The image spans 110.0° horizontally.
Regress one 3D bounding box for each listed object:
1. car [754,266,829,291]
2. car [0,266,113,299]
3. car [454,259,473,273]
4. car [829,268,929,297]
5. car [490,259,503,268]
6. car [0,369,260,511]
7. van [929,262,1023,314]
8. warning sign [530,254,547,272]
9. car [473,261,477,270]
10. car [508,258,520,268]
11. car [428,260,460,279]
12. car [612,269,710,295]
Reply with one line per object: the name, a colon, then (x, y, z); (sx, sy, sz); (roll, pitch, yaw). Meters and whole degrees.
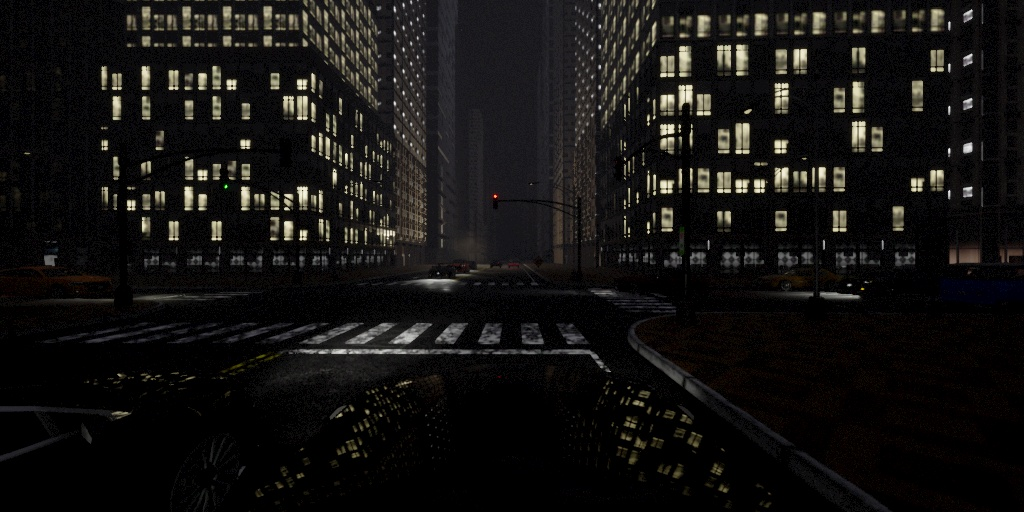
car: (17.181, 1.294, 21.319); (4.829, 1.417, 1.751); (0, 0, 2)
car: (-22.310, 1.237, 17.221); (5.008, 1.535, 1.882); (0, 0, 0)
car: (-6.397, 1.154, 43.385); (2.097, 1.767, 4.553); (0, 0, 0)
car: (19.597, 1.338, 18.619); (4.181, 1.385, 1.994); (0, 0, 3)
car: (-2.847, 1.369, 63.817); (1.837, 1.490, 4.892); (0, 0, 0)
car: (-3.155, 1.241, 1.188); (2.128, 1.511, 4.902); (0, 0, 0)
van: (18.412, 1.120, 13.141); (3.998, 1.789, 1.690); (0, 0, 2)
warning sign: (3.042, 0.912, 41.376); (1.300, 1.860, 1.060); (0, 0, 0)
car: (-6.342, 1.378, 53.881); (2.033, 1.411, 5.357); (0, 0, 0)
car: (0.306, 1.467, 64.434); (1.895, 1.301, 4.718); (0, 0, 0)
car: (-6.446, 1.345, 33.388); (1.994, 1.385, 4.181); (0, 0, 0)
car: (7.869, 1.366, 19.389); (4.718, 1.301, 1.895); (0, 0, 7)
